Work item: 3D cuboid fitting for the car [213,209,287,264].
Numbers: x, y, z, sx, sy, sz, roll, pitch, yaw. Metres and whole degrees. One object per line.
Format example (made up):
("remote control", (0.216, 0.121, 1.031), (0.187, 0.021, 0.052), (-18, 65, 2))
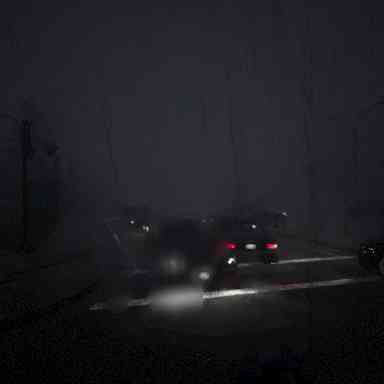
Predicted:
("car", (1.462, 1.542, 11.668), (2.033, 1.411, 5.357), (0, 0, -4))

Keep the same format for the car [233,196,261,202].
("car", (7.246, 1.287, 46.218), (2.007, 1.523, 4.514), (0, 0, -17))

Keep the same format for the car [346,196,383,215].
("car", (15.535, 1.355, 29.286), (1.970, 1.475, 3.806), (0, 0, -17))

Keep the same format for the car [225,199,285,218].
("car", (3.039, 1.468, 18.957), (5.357, 1.411, 2.033), (-4, 2, -36))

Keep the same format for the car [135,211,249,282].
("car", (-0.383, 1.543, 10.189), (2.033, 1.411, 5.357), (0, 0, -15))

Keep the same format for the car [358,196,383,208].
("car", (23.800, 1.273, 43.299), (1.845, 1.501, 3.633), (0, 0, -17))

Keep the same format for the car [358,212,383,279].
("car", (6.786, 1.475, 8.007), (5.008, 1.535, 1.882), (0, 0, 36))

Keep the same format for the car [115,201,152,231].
("car", (-3.358, 1.528, 20.687), (2.033, 1.411, 5.357), (0, 0, -17))

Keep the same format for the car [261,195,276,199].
("car", (10.231, 1.277, 47.183), (2.152, 1.636, 5.027), (0, 0, -17))

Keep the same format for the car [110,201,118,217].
("car", (-6.743, 1.514, 31.439), (2.033, 1.411, 5.357), (0, 0, -17))
